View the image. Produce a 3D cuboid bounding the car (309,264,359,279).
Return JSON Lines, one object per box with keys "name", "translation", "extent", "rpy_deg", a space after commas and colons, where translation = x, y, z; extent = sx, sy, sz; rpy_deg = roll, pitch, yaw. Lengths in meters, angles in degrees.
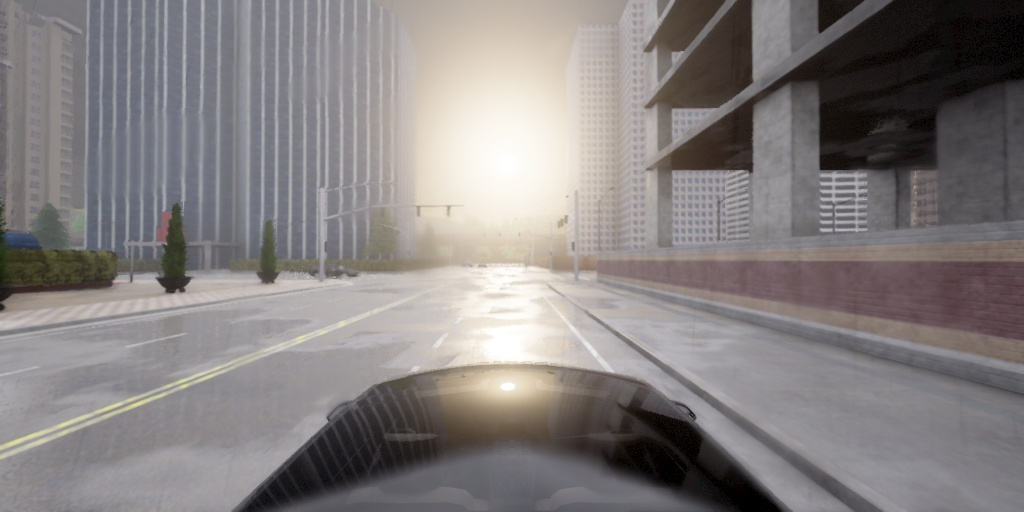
{"name": "car", "translation": [-18.660, 1.600, 37.730], "extent": [4.892, 1.490, 1.837], "rpy_deg": [2, -1, 0]}
